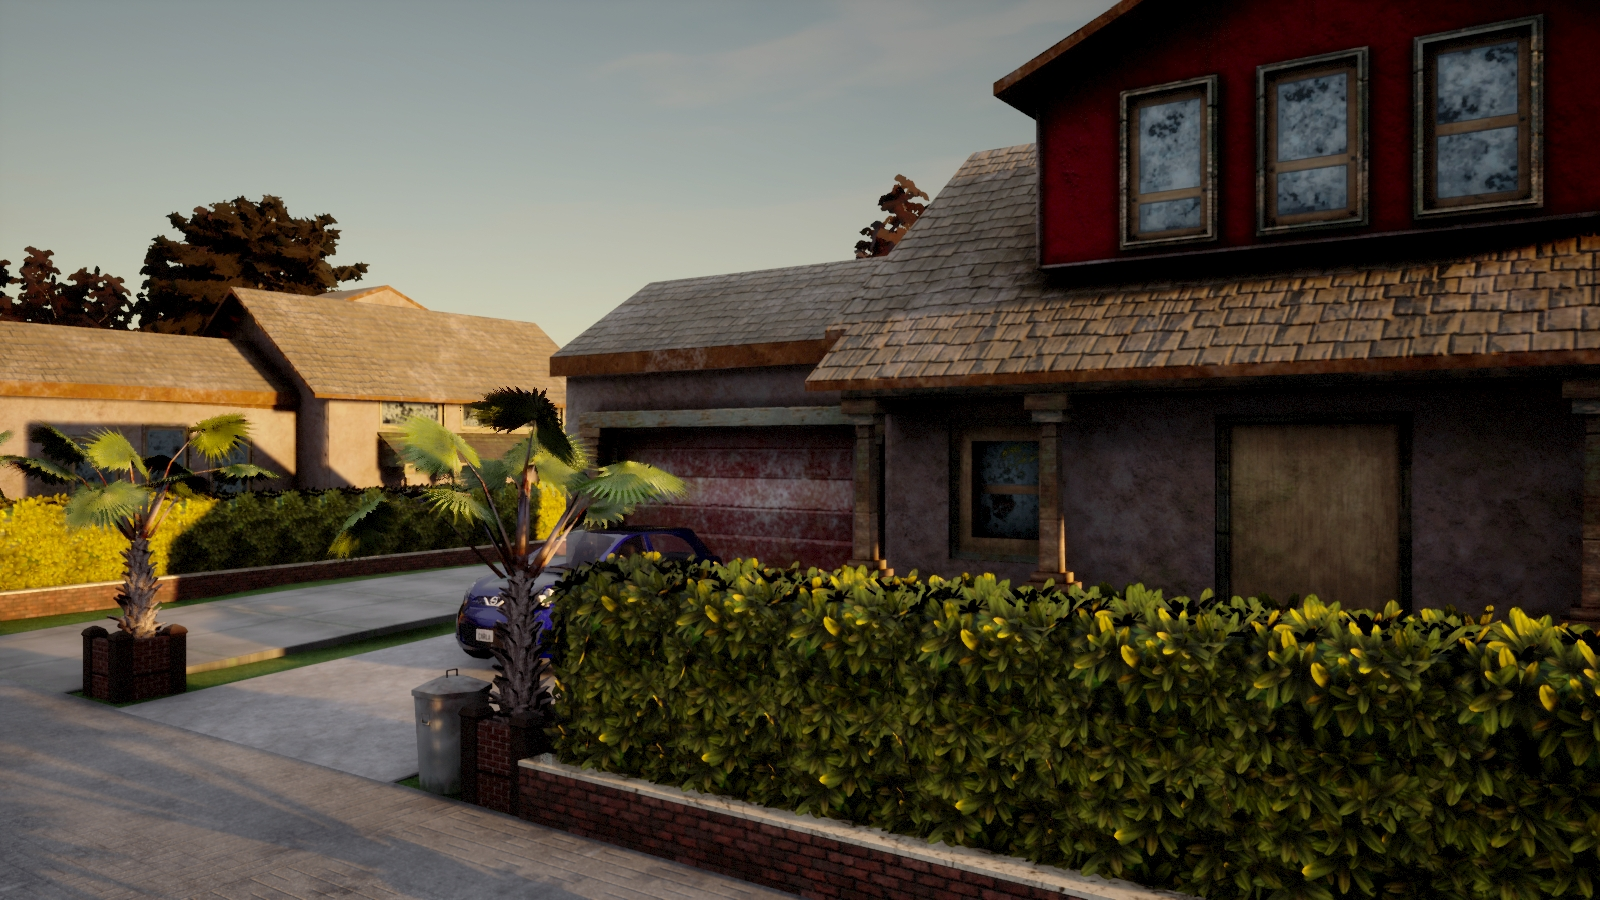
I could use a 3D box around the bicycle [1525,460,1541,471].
[{"bbox_3d":[99.068,2.057,154.357,1.835,1.471,0.329,0,0,35],"label":"bicycle"}]
